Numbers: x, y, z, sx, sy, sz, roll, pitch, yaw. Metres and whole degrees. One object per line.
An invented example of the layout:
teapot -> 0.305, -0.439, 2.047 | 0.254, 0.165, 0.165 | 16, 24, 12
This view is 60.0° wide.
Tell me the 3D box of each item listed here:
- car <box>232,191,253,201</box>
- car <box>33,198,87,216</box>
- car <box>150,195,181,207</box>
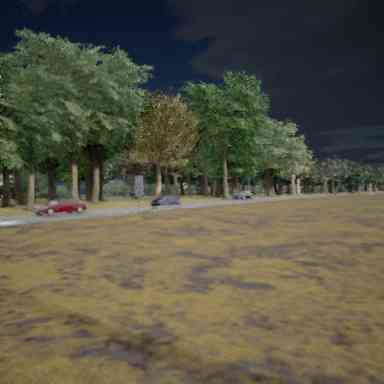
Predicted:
car -> 8.699, 0.586, 57.376 | 2.097, 1.767, 4.553 | -3, -1, 36
car -> -11.494, 1.272, 29.253 | 1.812, 1.442, 4.674 | -3, -1, 35
car -> -3.216, 1.086, 40.846 | 1.994, 1.385, 4.181 | -3, -1, 36
